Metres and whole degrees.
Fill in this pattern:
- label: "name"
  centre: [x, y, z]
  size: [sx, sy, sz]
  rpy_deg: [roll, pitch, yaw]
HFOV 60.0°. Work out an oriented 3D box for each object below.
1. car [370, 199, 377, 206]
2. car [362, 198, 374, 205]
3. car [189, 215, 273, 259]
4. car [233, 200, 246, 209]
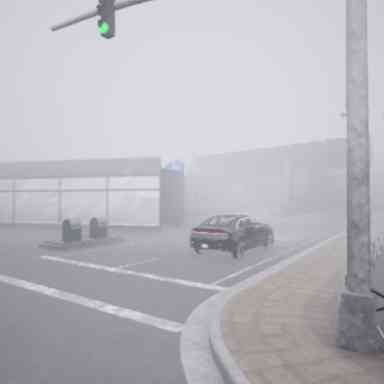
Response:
- label: "car"
  centre: [35.355, 2.212, 69.168]
  size: [4.674, 1.442, 1.812]
  rpy_deg: [-1, -1, 33]
- label: "car"
  centre: [44.667, 2.422, 84.386]
  size: [2.097, 1.767, 4.553]
  rpy_deg: [-1, -1, 34]
- label: "car"
  centre: [1.780, 1.684, 13.638]
  size: [2.128, 1.511, 4.902]
  rpy_deg: [-1, -1, 34]
- label: "car"
  centre: [8.131, 2.322, 60.584]
  size: [2.242, 1.667, 4.611]
  rpy_deg: [-1, -1, 33]
